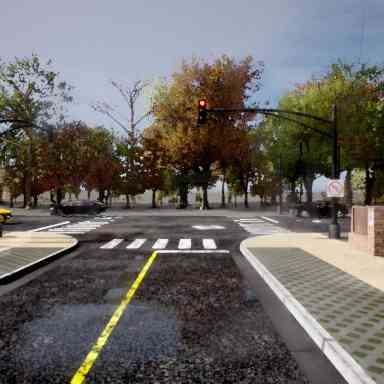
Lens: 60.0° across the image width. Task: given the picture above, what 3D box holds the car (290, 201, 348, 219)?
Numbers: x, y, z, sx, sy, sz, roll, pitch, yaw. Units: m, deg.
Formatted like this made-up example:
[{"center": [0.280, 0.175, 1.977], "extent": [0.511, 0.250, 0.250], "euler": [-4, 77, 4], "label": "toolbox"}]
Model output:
[{"center": [11.225, 1.555, 29.558], "extent": [4.892, 1.490, 1.837], "euler": [0, 0, 0], "label": "car"}]

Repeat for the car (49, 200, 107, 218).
[{"center": [-10.064, 1.465, 29.576], "extent": [4.902, 1.511, 2.128], "euler": [0, 0, 0], "label": "car"}]

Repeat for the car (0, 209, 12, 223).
[{"center": [-15.084, 1.423, 22.880], "extent": [5.008, 1.535, 1.882], "euler": [0, 0, 0], "label": "car"}]
